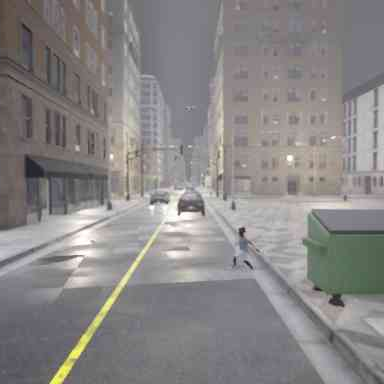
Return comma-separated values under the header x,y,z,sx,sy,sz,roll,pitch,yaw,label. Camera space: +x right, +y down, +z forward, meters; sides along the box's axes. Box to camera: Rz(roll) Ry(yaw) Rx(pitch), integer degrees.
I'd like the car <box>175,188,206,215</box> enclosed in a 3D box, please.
x,y,z,sx,sy,sz,roll,pitch,yaw,label
-0.050,0.765,23.829,1.882,1.535,5.008,0,2,0,car

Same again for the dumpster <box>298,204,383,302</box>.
x,y,z,sx,sy,sz,roll,pitch,yaw,label
3.100,1.177,7.148,1.020,1.700,1.940,0,2,0,dumpster

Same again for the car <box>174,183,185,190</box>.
x,y,z,sx,sy,sz,roll,pitch,yaw,label
-3.427,-1.029,84.021,1.882,1.535,5.008,0,2,0,car

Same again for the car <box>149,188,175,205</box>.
x,y,z,sx,sy,sz,roll,pitch,yaw,label
-3.176,0.529,34.154,2.033,1.411,5.357,0,2,0,car

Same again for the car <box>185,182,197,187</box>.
x,y,z,sx,sy,sz,roll,pitch,yaw,label
-0.431,-1.188,84.867,2.097,1.767,4.553,0,2,0,car

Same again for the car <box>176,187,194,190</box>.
x,y,z,sx,sy,sz,roll,pitch,yaw,label
-0.066,0.511,34.706,2.033,1.411,5.357,0,2,5,car

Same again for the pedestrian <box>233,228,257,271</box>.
x,y,z,sx,sy,sz,roll,pitch,yaw,label
1.329,1.040,8.352,0.375,1.860,0.375,0,2,-5,pedestrian
